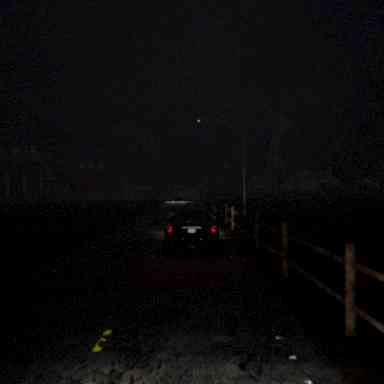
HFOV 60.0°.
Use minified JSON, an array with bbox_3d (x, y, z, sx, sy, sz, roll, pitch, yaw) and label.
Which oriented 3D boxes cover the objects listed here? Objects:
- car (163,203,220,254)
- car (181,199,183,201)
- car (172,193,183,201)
[{"bbox_3d":[-0.006,1.427,14.064,2.097,1.767,4.553,0,0,0],"label":"car"},{"bbox_3d":[-0.011,1.614,29.290,1.994,1.385,4.181,0,0,0],"label":"car"},{"bbox_3d":[-2.790,0.905,64.218,1.882,1.535,5.008,0,1,0],"label":"car"}]
